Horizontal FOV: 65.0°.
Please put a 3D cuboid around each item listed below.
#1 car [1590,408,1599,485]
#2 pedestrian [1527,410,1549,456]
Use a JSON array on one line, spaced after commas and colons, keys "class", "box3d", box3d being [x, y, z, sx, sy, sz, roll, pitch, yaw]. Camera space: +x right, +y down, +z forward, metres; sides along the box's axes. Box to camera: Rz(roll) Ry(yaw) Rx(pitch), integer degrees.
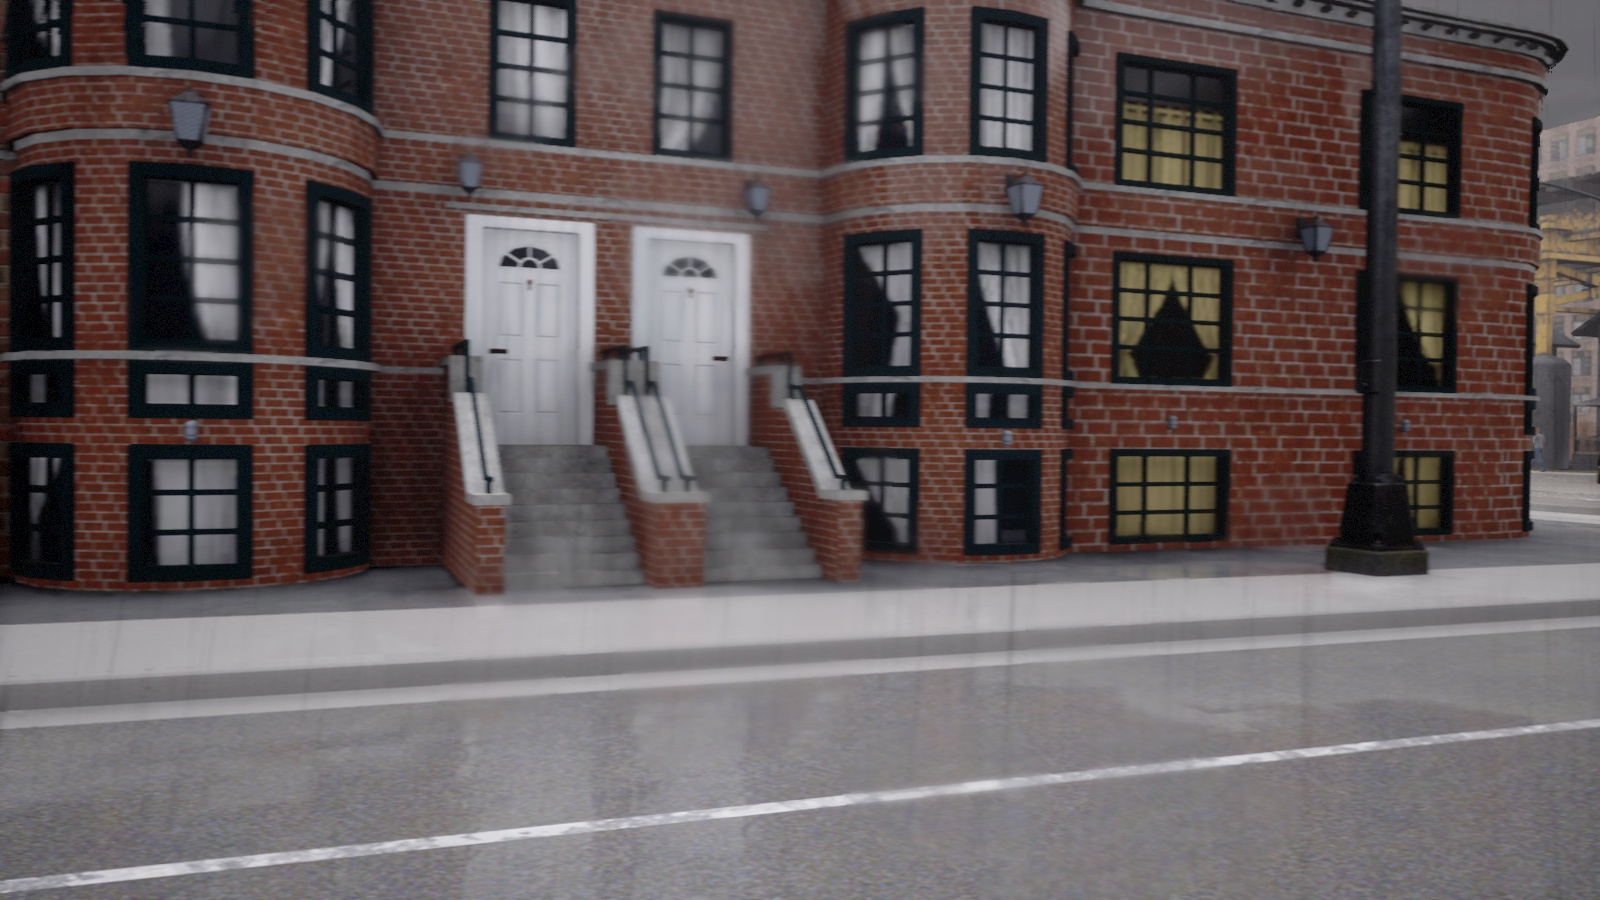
[{"class": "car", "box3d": [20.932, -0.079, 28.734, 1.932, 1.855, 4.605, -1, 1, -20]}, {"class": "pedestrian", "box3d": [29.800, -0.694, 50.713, 0.354, 1.836, 0.706, -1, 1, -24]}]
